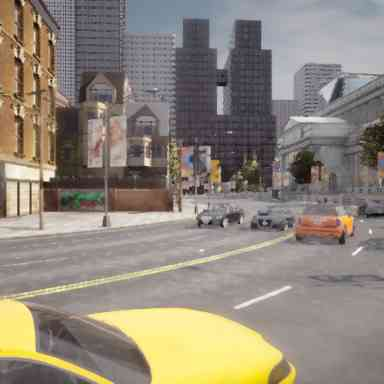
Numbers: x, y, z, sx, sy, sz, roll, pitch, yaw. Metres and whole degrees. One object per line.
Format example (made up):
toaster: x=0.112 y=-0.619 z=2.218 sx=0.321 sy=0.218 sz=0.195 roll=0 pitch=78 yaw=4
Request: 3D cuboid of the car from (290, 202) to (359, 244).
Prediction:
car: x=6.585 y=1.358 z=16.194 sx=2.097 sy=1.767 sz=4.553 roll=0 pitch=0 yaw=32

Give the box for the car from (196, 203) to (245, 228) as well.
car: x=2.000 y=1.505 z=22.215 sx=2.128 sy=1.511 sz=4.902 roll=0 pitch=0 yaw=29

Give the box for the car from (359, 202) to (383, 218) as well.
car: x=16.090 y=1.560 z=29.576 sx=1.994 sy=1.385 sz=4.181 roll=0 pitch=0 yaw=14

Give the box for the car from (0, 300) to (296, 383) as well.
car: x=-1.503 y=1.453 z=2.209 sx=5.366 sy=1.575 sz=1.801 roll=0 pitch=0 yaw=-36

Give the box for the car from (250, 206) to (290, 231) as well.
car: x=5.074 y=1.588 z=20.543 sx=1.994 sy=1.385 sz=4.181 roll=0 pitch=0 yaw=29

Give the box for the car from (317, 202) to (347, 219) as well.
car: x=12.707 y=1.601 z=30.475 sx=1.895 sy=1.301 sz=4.718 roll=0 pitch=0 yaw=14
